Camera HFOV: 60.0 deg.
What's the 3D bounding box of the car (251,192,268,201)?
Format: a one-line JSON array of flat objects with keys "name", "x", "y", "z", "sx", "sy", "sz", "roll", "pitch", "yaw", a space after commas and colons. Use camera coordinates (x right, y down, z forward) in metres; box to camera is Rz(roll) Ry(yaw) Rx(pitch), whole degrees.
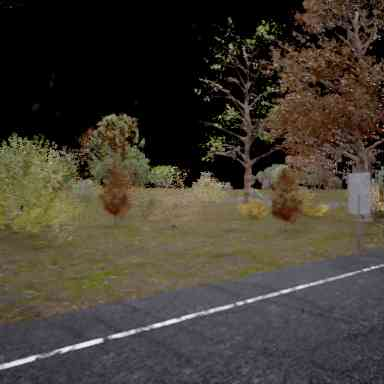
[{"name": "car", "x": 12.583, "y": 0.883, "z": 64.480, "sx": 2.097, "sy": 1.767, "sz": 4.553, "roll": -1, "pitch": 1, "yaw": -35}]
